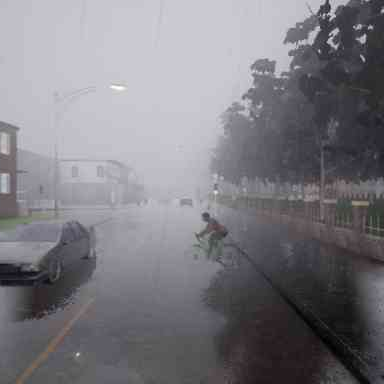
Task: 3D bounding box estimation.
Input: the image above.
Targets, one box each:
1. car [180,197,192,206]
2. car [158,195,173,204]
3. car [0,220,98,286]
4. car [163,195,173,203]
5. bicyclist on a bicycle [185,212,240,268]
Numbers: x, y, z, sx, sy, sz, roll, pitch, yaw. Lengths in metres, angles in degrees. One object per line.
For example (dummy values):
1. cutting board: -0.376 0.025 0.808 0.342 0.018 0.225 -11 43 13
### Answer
1. car: -0.947 1.471 54.320 1.882 1.535 5.008 0 0 -1
2. car: -5.259 1.344 62.519 2.097 1.767 4.553 0 0 -1
3. car: -4.240 1.547 9.703 2.033 1.411 5.357 0 0 -1
4. car: -5.525 1.566 78.048 2.097 1.767 4.553 0 0 -1
5. bicyclist on a bicycle: 0.589 1.427 9.807 1.656 1.620 0.582 -1 -1 -2
